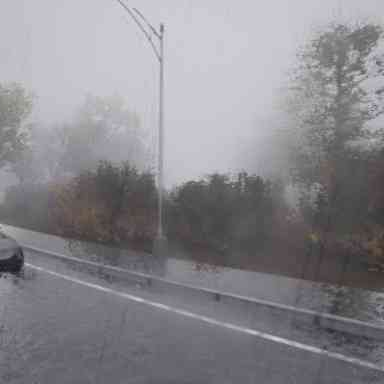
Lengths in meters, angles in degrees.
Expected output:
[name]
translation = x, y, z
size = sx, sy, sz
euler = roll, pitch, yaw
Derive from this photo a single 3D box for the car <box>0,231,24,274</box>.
[car]
translation = -6.583, 1.571, 9.614
size = 4.181, 1.385, 1.994
euler = 0, 0, 41
